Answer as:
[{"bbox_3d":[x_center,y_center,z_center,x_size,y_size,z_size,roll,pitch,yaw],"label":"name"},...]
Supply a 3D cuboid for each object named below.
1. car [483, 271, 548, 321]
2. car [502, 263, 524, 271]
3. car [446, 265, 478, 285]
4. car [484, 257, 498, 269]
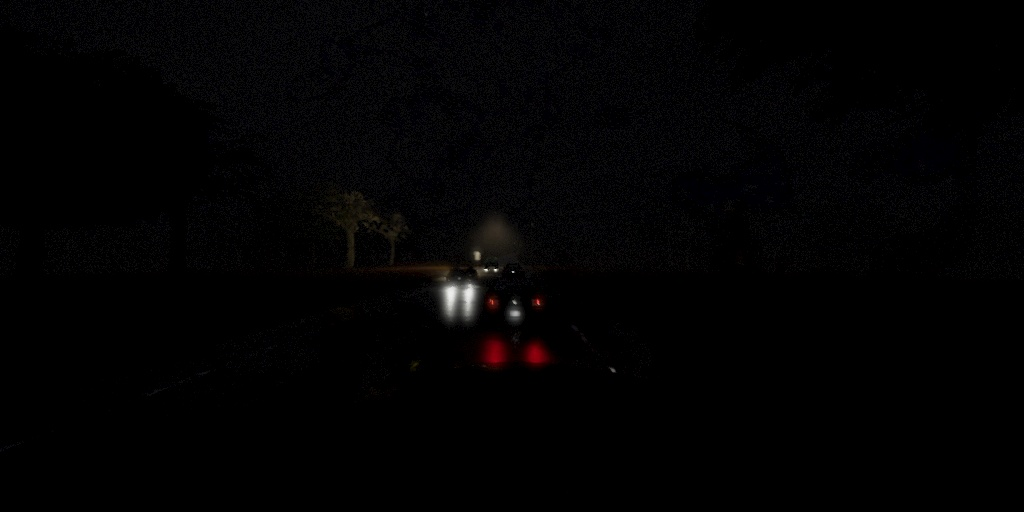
[{"bbox_3d":[0.104,1.356,12.425,1.895,1.301,4.718,0,0,0],"label":"car"},{"bbox_3d":[0.093,1.367,33.351,1.994,1.385,4.181,0,0,0],"label":"car"},{"bbox_3d":[-3.601,1.347,26.440,1.994,1.385,4.181,0,0,0],"label":"car"},{"bbox_3d":[-3.527,1.139,61.823,2.150,2.045,5.566,0,0,0],"label":"car"}]
